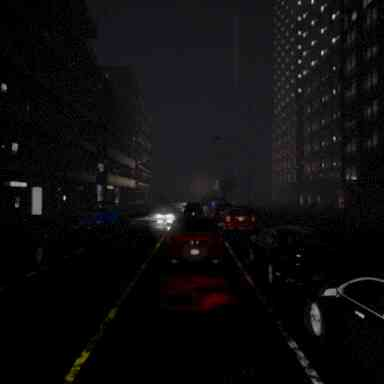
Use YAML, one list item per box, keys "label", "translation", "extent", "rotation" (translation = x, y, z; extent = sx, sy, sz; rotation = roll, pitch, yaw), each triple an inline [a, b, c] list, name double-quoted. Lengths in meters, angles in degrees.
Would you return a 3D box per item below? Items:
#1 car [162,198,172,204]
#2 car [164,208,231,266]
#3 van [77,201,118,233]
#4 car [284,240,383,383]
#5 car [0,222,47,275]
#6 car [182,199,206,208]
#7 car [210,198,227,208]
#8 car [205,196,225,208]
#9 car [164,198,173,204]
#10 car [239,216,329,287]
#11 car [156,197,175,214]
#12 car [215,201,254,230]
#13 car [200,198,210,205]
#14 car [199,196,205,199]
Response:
- label: "car"
  translation: [-5.622, 2.000, 75.390]
  extent: [1.752, 1.417, 4.829]
  rotation: [0, 0, 0]
- label: "car"
  translation: [0.093, 1.544, 11.850]
  extent: [1.882, 1.535, 5.008]
  rotation: [0, 0, 0]
- label: "van"
  translation: [-5.670, 1.457, 20.333]
  extent: [1.690, 1.788, 3.998]
  rotation: [0, 0, 0]
- label: "car"
  translation: [2.696, 1.572, 3.756]
  extent: [2.008, 1.369, 4.403]
  rotation: [0, 0, 0]
- label: "car"
  translation: [-5.681, 1.597, 9.287]
  extent: [1.887, 1.381, 4.507]
  rotation: [0, 0, 0]
- label: "car"
  translation: [0.121, 1.692, 32.082]
  extent: [1.837, 1.490, 4.892]
  rotation: [0, 0, 0]
- label: "car"
  translation: [3.169, 1.676, 34.061]
  extent: [1.882, 1.535, 5.008]
  rotation: [0, 0, 0]
- label: "car"
  translation: [3.142, 1.472, 41.093]
  extent: [2.150, 2.045, 5.566]
  rotation: [0, 0, 0]
- label: "car"
  translation: [-5.618, 2.082, 81.082]
  extent: [1.947, 1.339, 4.313]
  rotation: [0, 0, 0]
- label: "car"
  translation: [2.700, 1.603, 9.280]
  extent: [2.008, 1.369, 4.403]
  rotation: [0, 0, 0]
- label: "car"
  translation: [-3.062, 1.720, 38.796]
  extent: [2.128, 1.511, 4.902]
  rotation: [0, 0, 0]
- label: "car"
  translation: [2.710, 1.555, 20.324]
  extent: [1.967, 1.590, 4.097]
  rotation: [0, 0, 0]
- label: "car"
  translation: [2.754, 2.002, 70.028]
  extent: [1.947, 1.339, 4.313]
  rotation: [0, 0, 0]
- label: "car"
  translation: [2.744, 1.912, 58.983]
  extent: [2.008, 1.369, 4.403]
  rotation: [0, 0, 0]
